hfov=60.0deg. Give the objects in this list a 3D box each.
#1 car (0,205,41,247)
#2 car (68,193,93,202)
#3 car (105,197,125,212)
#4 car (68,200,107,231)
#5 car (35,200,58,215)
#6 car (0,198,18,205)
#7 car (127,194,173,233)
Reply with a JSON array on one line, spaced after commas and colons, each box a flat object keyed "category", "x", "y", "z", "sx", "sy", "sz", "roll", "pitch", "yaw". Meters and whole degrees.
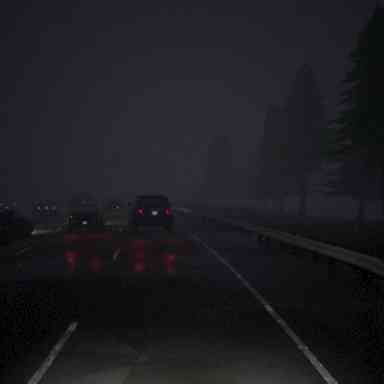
[{"category": "car", "x": -8.603, "y": 1.513, "z": 14.736, "sx": 2.033, "sy": 1.411, "sz": 5.357, "roll": 0, "pitch": 0, "yaw": -11}, {"category": "car", "x": -12.068, "y": 1.115, "z": 36.086, "sx": 2.150, "sy": 2.045, "sz": 5.566, "roll": 0, "pitch": 0, "yaw": -25}, {"category": "car", "x": -8.939, "y": 1.385, "z": 37.509, "sx": 1.837, "sy": 1.490, "sz": 4.892, "roll": 0, "pitch": 0, "yaw": -25}, {"category": "car", "x": -6.316, "y": 1.465, "z": 20.162, "sx": 1.812, "sy": 1.442, "sz": 4.674, "roll": 0, "pitch": 0, "yaw": -13}, {"category": "car", "x": -13.808, "y": 1.462, "z": 31.569, "sx": 2.033, "sy": 1.411, "sz": 5.357, "roll": 0, "pitch": 0, "yaw": -23}, {"category": "car", "x": -20.148, "y": 1.438, "z": 36.491, "sx": 1.812, "sy": 1.442, "sz": 4.674, "roll": 0, "pitch": 0, "yaw": -28}, {"category": "car", "x": -2.515, "y": 1.154, "z": 19.474, "sx": 2.150, "sy": 2.045, "sz": 5.566, "roll": 0, "pitch": 0, "yaw": -13}]
